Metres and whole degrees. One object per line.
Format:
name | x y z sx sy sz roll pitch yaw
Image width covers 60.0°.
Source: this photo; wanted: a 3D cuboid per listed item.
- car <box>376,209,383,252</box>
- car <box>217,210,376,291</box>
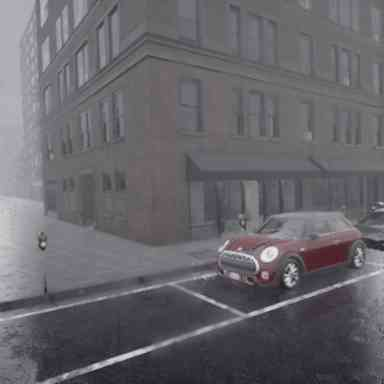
car | 7.049 1.259 11.632 4.313 1.339 1.947 -2 0 -35
car | 2.553 1.270 8.451 4.097 1.590 1.967 -2 0 -35
